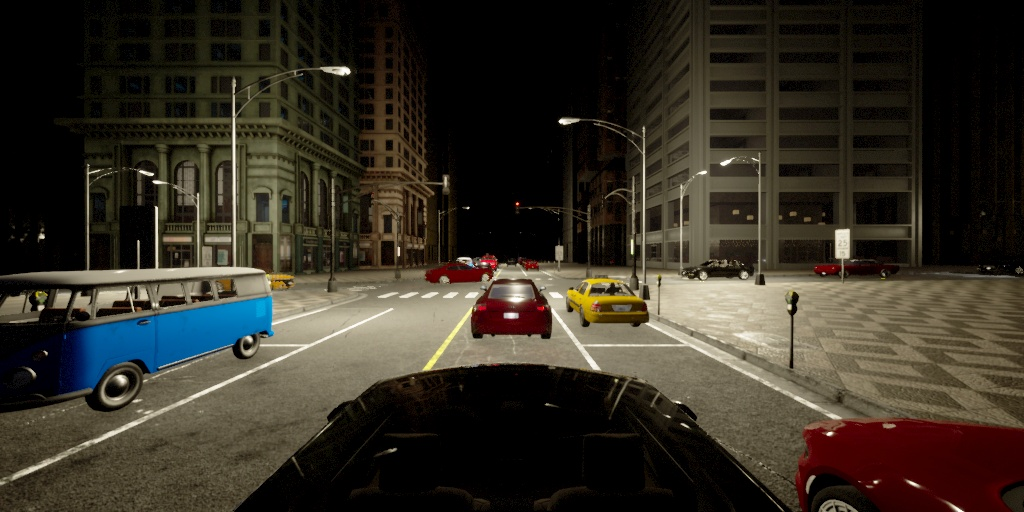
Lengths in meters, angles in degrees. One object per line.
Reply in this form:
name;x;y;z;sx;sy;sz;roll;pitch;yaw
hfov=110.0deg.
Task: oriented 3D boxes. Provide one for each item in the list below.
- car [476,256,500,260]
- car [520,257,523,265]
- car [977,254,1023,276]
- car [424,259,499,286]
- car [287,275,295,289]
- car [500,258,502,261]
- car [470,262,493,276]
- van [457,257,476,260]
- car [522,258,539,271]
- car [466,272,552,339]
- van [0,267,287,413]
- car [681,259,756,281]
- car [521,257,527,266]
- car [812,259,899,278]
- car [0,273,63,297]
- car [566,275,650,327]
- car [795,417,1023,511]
car;-3.139;0.990;48.231;2.150;2.045;5.566;0;0;0
car;2.723;1.324;60.298;1.888;1.381;4.507;0;0;0
car;36.924;0.614;25.943;4.892;1.490;1.837;-1;0;0
car;-3.781;1.267;25.801;5.008;1.535;1.882;-1;1;-27
car;-16.642;1.498;22.904;5.008;1.535;1.882;-1;0;0
car;-3.133;1.378;58.211;1.895;1.301;4.718;0;0;0
car;-3.123;1.325;37.838;1.994;1.385;4.181;0;0;1
van;-5.815;1.106;43.733;1.690;1.789;3.998;0;0;0
car;2.736;1.314;49.248;1.888;1.381;4.507;0;0;0
car;0.026;1.315;10.093;1.994;1.385;4.181;0;0;1
van;-5.765;1.091;5.749;1.690;1.789;3.998;0;0;0
car;14.890;0.975;26.021;4.892;1.490;1.837;-1;0;0
car;2.729;1.319;54.773;1.888;1.381;4.507;0;0;0
car;24.809;0.905;25.990;4.718;1.301;1.895;-1;0;0
car;-32.100;1.852;22.954;4.181;1.385;1.994;-1;0;0
car;2.761;1.276;11.325;1.751;1.417;4.829;0;0;0
car;2.765;1.295;0.575;1.888;1.381;4.507;0;0;0
